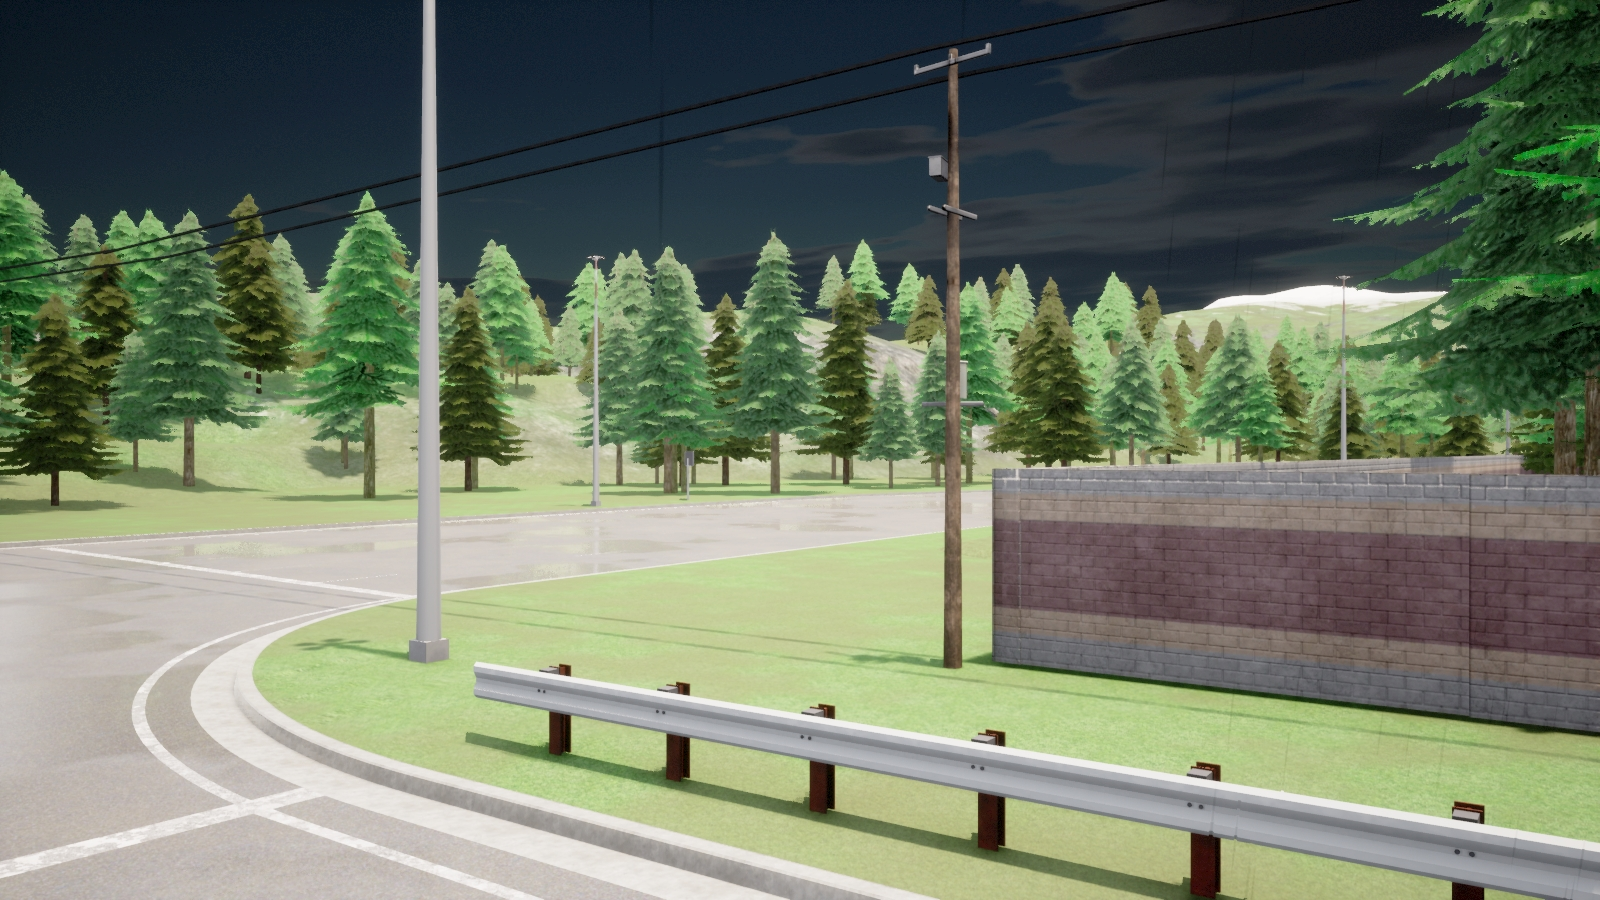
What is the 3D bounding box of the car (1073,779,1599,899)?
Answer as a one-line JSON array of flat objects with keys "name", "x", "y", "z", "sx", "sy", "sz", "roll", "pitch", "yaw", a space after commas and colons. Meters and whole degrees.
[{"name": "car", "x": 3.010, "y": 1.982, "z": 1.681, "sx": 5.238, "sy": 1.638, "sz": 2.097, "roll": 0, "pitch": 0, "yaw": 35}]
